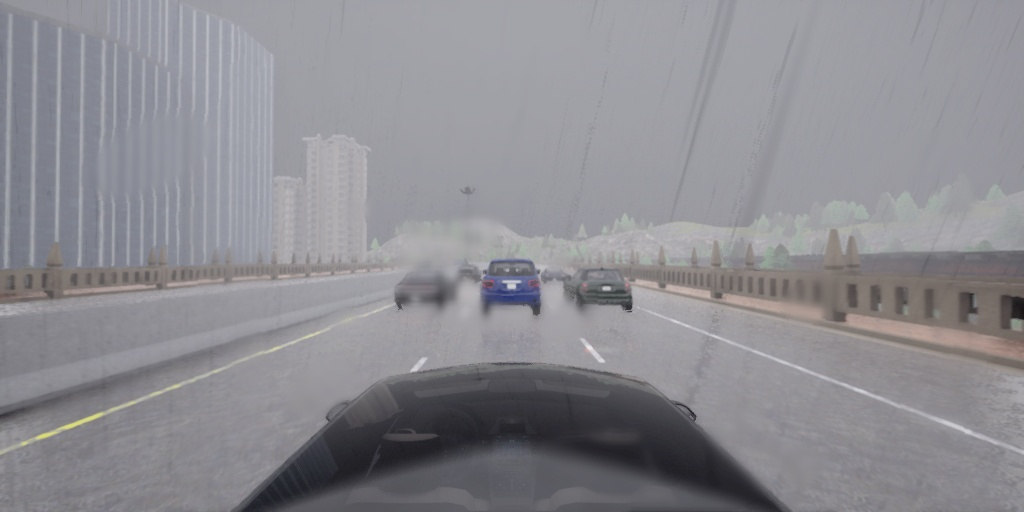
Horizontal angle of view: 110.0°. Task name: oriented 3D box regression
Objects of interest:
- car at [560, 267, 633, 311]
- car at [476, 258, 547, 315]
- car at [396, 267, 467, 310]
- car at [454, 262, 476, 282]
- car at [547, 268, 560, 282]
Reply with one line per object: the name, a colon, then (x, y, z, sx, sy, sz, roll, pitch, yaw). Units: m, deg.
car: (3.518, 1.249, 15.381, 2.097, 1.767, 4.553, 0, -1, 0)
car: (0.005, 1.113, 14.521, 2.150, 2.045, 5.566, 0, 0, 0)
car: (-3.482, 1.392, 15.455, 2.128, 1.511, 4.902, 0, 0, 1)
car: (-3.477, 1.568, 30.455, 1.837, 1.490, 4.892, 0, 0, 1)
car: (3.517, 1.659, 30.198, 1.895, 1.301, 4.718, 0, -1, 1)
